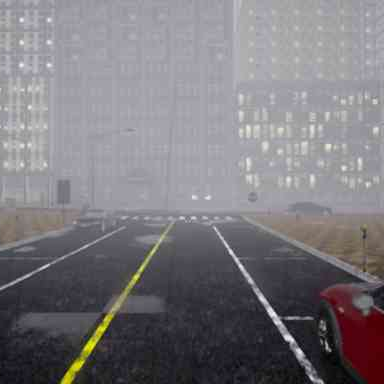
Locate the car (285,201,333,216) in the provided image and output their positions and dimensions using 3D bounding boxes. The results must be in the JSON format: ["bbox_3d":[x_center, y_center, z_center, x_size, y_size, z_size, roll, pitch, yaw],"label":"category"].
[{"bbox_3d":[12.596,1.736,35.832,4.892,1.490,1.837,1,-1,1],"label":"car"}]

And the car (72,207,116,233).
[{"bbox_3d":[-5.813,1.636,20.133,2.008,1.369,4.403,1,0,0],"label":"car"}]

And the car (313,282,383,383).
[{"bbox_3d":[2.700,1.455,3.199,1.967,1.590,4.097,1,0,0],"label":"car"}]
